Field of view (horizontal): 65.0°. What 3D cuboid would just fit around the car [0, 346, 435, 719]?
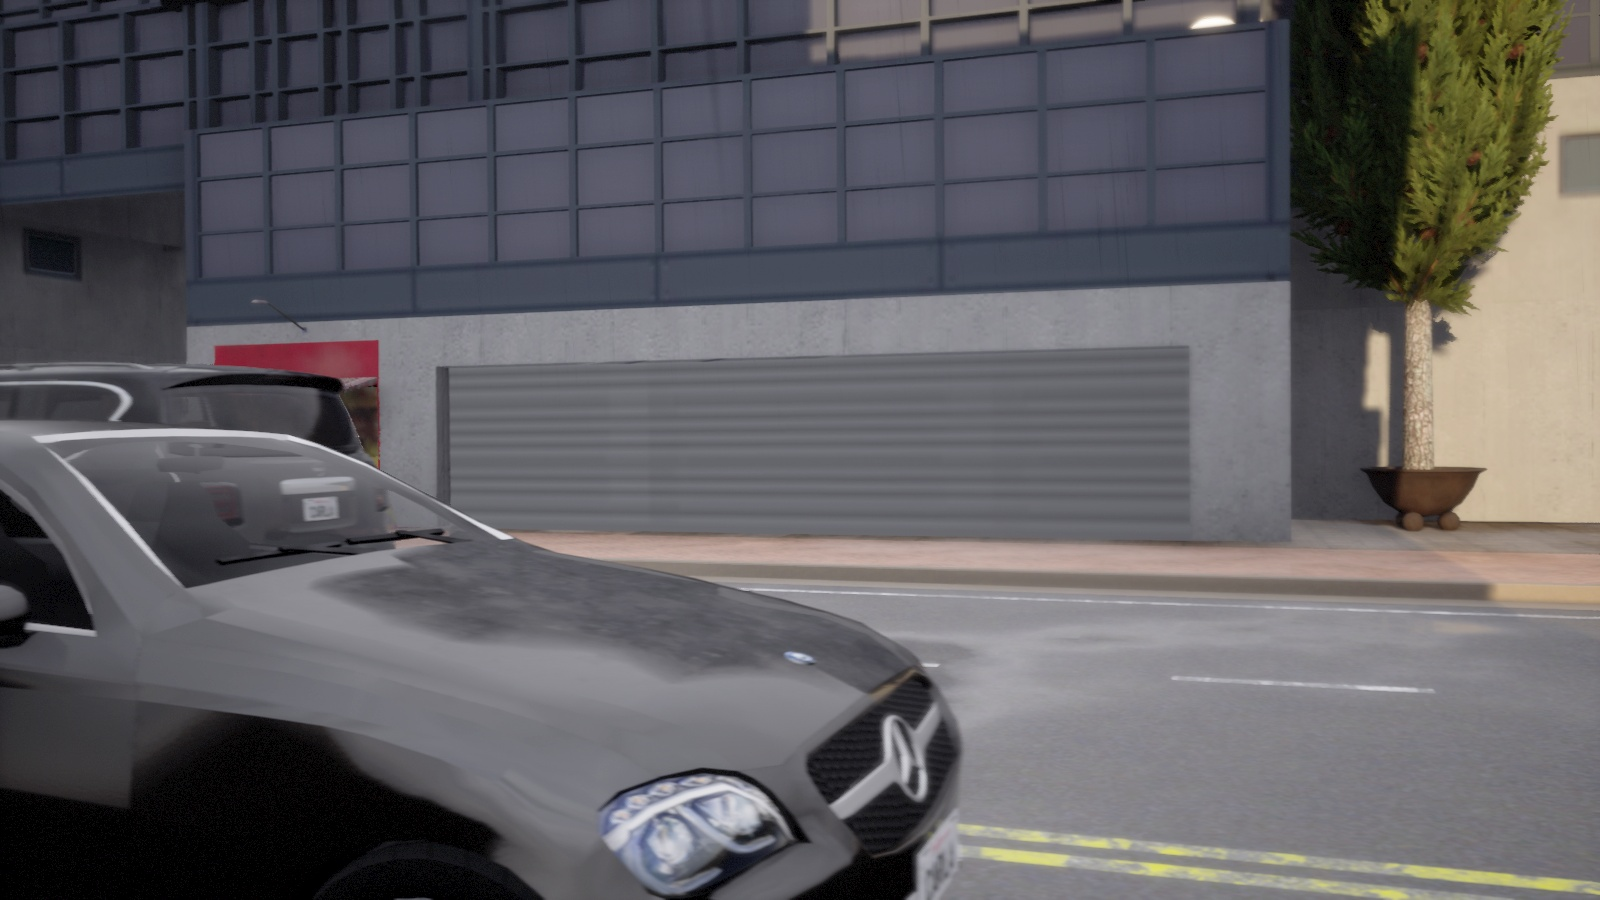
[{"bbox_3d":[-5.574,0.428,8.797,5.566,2.045,2.150,0,1,19],"label":"car"}]

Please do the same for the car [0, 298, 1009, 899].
[{"bbox_3d":[-2.048,0.555,3.880,5.027,1.651,2.152,0,1,19],"label":"car"}]
